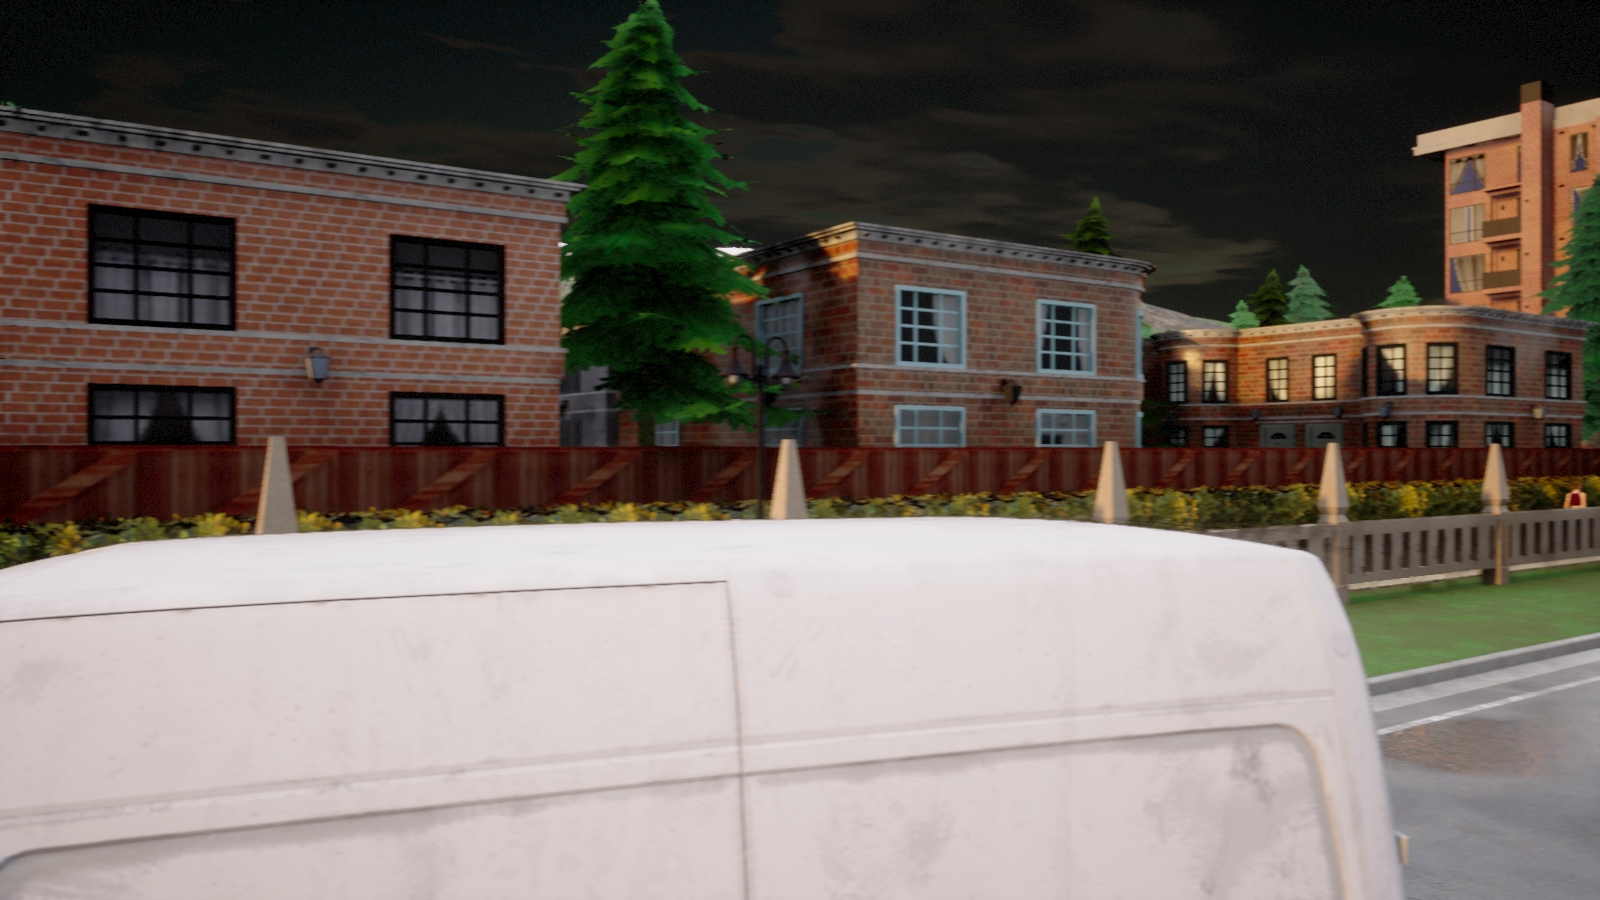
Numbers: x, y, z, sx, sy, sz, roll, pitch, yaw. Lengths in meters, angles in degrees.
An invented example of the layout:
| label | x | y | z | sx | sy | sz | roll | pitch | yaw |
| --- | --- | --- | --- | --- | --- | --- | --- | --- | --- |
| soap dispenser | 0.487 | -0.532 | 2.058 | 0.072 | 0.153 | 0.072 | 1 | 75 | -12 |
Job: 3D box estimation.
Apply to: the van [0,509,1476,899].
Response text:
| label | x | y | z | sx | sy | sz | roll | pitch | yaw |
| --- | --- | --- | --- | --- | --- | --- | --- | --- | --- |
| van | -1.338 | 1.533 | 3.012 | 5.915 | 2.561 | 1.988 | 0 | 0 | -19 |

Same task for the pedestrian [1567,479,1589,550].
| label | x | y | z | sx | sy | sz | roll | pitch | yaw |
| --- | --- | --- | --- | --- | --- | --- | --- | --- | --- |
| pedestrian | 20.643 | 1.696 | 30.327 | 0.375 | 1.860 | 0.375 | 0 | 0 | -34 |
